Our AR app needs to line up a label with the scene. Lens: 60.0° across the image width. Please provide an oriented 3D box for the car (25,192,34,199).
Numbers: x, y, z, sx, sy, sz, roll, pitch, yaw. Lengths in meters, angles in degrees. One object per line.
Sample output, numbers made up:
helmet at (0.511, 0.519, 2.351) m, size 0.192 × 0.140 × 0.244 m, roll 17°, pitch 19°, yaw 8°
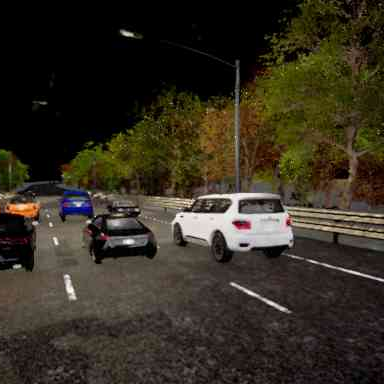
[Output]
car at (-38.912, 0.752, 79.782) m, size 1.837 × 1.490 × 4.892 m, roll 0°, pitch 1°, yaw -25°

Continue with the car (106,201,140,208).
car at (-5.571, 1.341, 26.403) m, size 1.895 × 1.301 × 4.718 m, roll 0°, pitch 1°, yaw -24°

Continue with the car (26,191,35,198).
car at (-41.488, 0.649, 85.412) m, size 1.801 × 1.575 × 5.366 m, roll 0°, pitch 1°, yaw -25°

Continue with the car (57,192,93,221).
car at (-8.895, 0.979, 25.260) m, size 2.150 × 2.045 × 5.566 m, roll 0°, pitch 1°, yaw -24°

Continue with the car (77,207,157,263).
car at (-2.711, 1.446, 11.742) m, size 1.994 × 1.385 × 4.181 m, roll 0°, pitch 0°, yaw -24°

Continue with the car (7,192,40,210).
car at (-12.381, 1.119, 24.470) m, size 2.097 × 1.767 × 4.553 m, roll 0°, pitch 1°, yaw -24°

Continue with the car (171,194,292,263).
car at (1.101, 1.090, 11.801) m, size 2.150 × 2.045 × 5.566 m, roll 0°, pitch -1°, yaw -24°

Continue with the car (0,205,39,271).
car at (-5.815, 1.381, 10.115) m, size 1.882 × 1.535 × 5.008 m, roll 0°, pitch 1°, yaw -24°
